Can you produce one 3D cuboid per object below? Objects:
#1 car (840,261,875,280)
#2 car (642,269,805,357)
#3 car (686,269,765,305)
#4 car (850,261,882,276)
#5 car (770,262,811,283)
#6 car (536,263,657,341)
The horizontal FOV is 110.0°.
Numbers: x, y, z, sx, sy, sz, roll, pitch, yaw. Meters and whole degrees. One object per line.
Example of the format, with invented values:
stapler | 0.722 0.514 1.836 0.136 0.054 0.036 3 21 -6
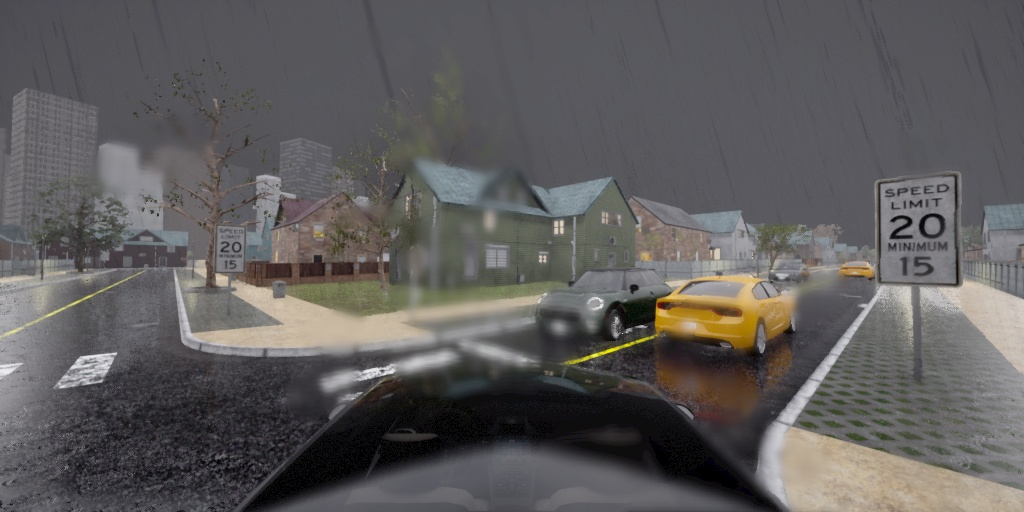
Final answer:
car | 29.102 1.189 30.155 5.008 1.535 1.882 0 0 -42
car | 5.340 1.217 8.693 5.008 1.535 1.882 0 0 -42
car | 10.170 1.345 16.914 4.718 1.301 1.895 0 0 -42
car | 36.533 1.273 36.944 5.357 1.411 2.033 0 -1 -42
car | 20.015 1.222 25.819 4.902 1.511 2.128 0 0 -42
car | 2.743 1.114 10.113 4.553 1.767 2.097 0 0 -44
